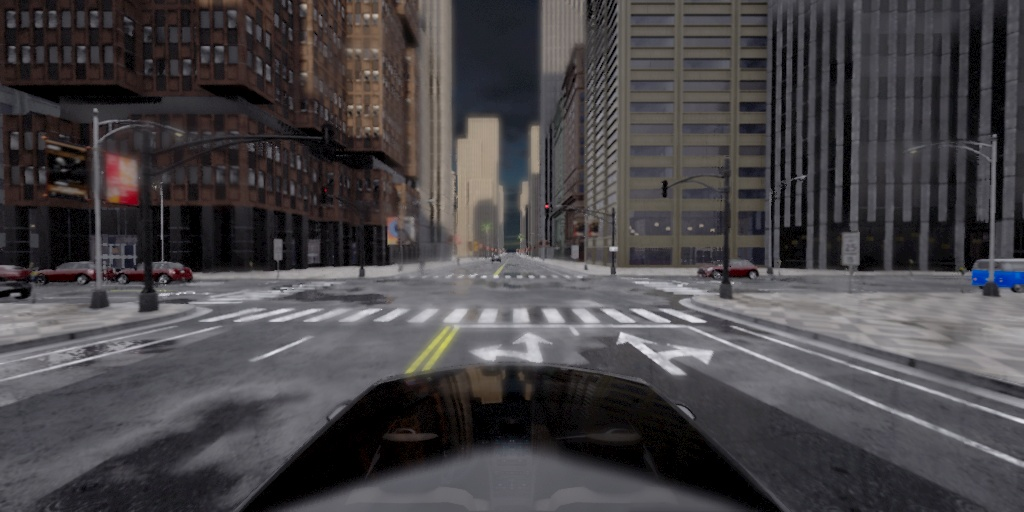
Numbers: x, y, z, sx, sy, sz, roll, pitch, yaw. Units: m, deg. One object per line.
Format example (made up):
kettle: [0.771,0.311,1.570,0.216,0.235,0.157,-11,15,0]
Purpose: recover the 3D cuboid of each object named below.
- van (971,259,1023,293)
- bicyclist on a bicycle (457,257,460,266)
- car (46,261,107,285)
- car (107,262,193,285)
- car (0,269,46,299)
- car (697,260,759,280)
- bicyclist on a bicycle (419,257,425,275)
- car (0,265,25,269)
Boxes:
van: [27.522,1.033,19.341,3.998,1.789,1.690,0,0,0]
bicyclist on a bicycle: [-8.734,0.971,58.553,0.582,1.620,1.656,0,0,0]
car: [-30.148,1.129,24.812,4.097,1.591,1.967,0,0,0]
car: [-24.724,1.110,24.813,4.097,1.591,1.967,0,0,0]
car: [-24.723,1.393,16.290,4.313,1.339,1.948,0,0,0]
car: [16.687,0.989,27.929,4.097,1.591,1.967,0,0,0]
bicyclist on a bicycle: [-8.741,0.982,34.607,0.659,1.776,1.843,0,0,0]
car: [-35.573,1.291,24.810,4.207,1.307,1.802,0,0,0]
